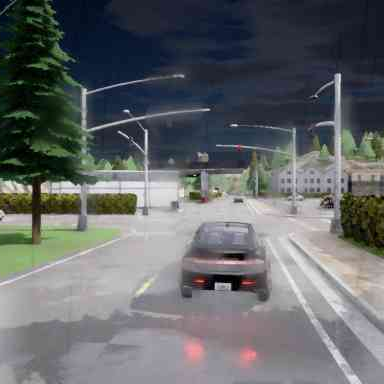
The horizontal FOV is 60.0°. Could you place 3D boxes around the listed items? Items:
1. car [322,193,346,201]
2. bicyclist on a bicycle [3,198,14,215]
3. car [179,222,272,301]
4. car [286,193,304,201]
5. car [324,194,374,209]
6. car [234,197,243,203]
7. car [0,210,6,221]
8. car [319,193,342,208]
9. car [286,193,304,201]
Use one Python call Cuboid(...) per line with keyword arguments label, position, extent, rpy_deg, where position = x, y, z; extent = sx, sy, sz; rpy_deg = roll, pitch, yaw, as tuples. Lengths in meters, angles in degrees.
Cuboid(label="car", position=(31.779, 1.097, 74.520), extent=(4.605, 1.855, 1.932), rpy_deg=(0, 0, 8))
Cuboid(label="bicyclist on a bicycle", position=(-17.956, 1.453, 32.524), extent=(0.582, 1.620, 1.656), rpy_deg=(0, 0, 7))
Cuboid(label="car", position=(0.886, 1.492, 8.398), extent=(2.128, 1.511, 4.902), rpy_deg=(0, 0, 8))
Cuboid(label="car", position=(24.442, 1.077, 78.866), extent=(3.866, 1.878, 1.905), rpy_deg=(0, 0, 8))
Cuboid(label="car", position=(18.297, 1.340, 38.610), extent=(4.514, 1.523, 2.007), rpy_deg=(0, 0, 8))
Cuboid(label="car", position=(9.451, 1.601, 67.387), extent=(1.895, 1.301, 4.718), rpy_deg=(0, 0, 8))
Cuboid(label="car", position=(-16.577, 1.526, 25.188), extent=(4.674, 1.442, 1.812), rpy_deg=(0, 0, 8))
Cuboid(label="car", position=(18.680, 1.330, 41.724), extent=(5.027, 1.636, 2.152), rpy_deg=(0, 0, 8))
Cuboid(label="car", position=(23.376, 1.361, 75.658), extent=(3.806, 1.475, 1.970), rpy_deg=(0, 0, 8))
